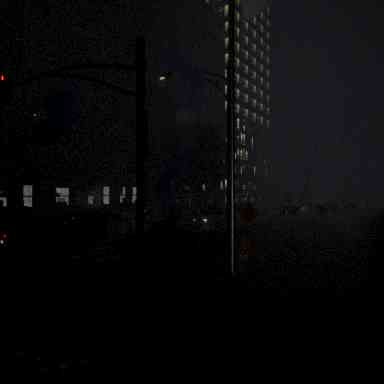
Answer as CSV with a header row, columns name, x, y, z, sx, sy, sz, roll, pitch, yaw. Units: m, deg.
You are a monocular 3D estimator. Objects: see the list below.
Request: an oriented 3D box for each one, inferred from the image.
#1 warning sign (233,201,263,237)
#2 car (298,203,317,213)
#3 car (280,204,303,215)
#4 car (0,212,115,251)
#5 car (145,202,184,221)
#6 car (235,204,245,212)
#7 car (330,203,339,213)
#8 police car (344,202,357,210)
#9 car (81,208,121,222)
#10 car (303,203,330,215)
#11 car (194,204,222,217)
name,x,y,z,sx,sy,sz,roll,pitch,yaw
warning sign,3.123,1.454,18.543,1.300,1.860,1.060,1,1,33
car,19.118,2.533,54.738,1.837,1.490,4.892,0,-1,33
car,13.933,2.459,46.577,1.895,1.301,4.718,0,-1,33
car,-6.224,1.793,15.270,1.895,1.301,4.718,0,-1,44
car,-2.779,1.835,32.877,2.097,1.767,4.553,0,-1,33
car,7.508,2.386,48.802,1.994,1.385,4.181,0,-1,34
car,22.516,2.529,53.841,1.882,1.535,5.008,0,-1,33
police car,31.476,2.738,65.848,1.930,1.638,5.238,0,-1,33
car,-7.694,1.921,25.234,1.895,1.301,4.718,0,-1,33
car,16.987,2.376,45.226,1.837,1.490,4.892,0,-1,33
car,2.079,2.169,40.425,1.812,1.442,4.674,0,-1,33
